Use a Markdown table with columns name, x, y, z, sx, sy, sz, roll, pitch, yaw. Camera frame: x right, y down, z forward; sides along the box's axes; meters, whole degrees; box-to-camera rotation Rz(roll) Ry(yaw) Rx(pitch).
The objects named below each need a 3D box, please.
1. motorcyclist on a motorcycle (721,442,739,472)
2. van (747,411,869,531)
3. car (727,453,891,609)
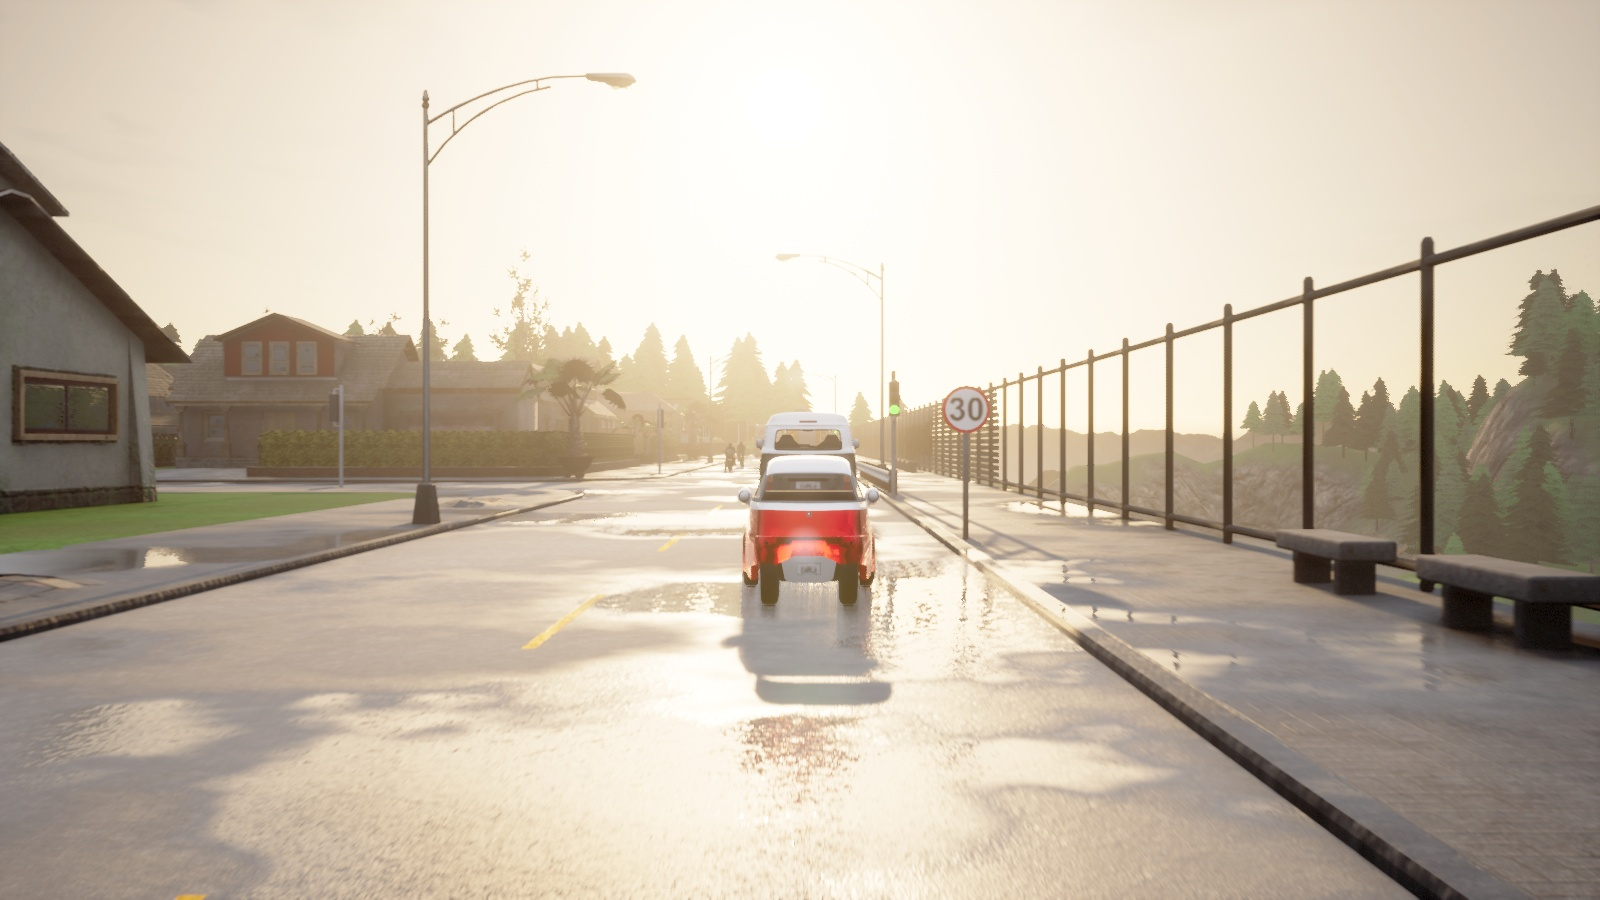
| name | x | y | z | sx | sy | sz | roll | pitch | yaw |
| --- | --- | --- | --- | --- | --- | --- | --- | --- | --- |
| motorcyclist on a motorcycle | -3.615 | 0.359 | 65.041 | 0.797 | 1.523 | 2.044 | 0 | 0 | 0 |
| van | 0.150 | 0.337 | 23.534 | 2.069 | 2.038 | 4.480 | 0 | 0 | 0 |
| car | 0.086 | 0.731 | 12.434 | 1.481 | 1.376 | 2.207 | 0 | 1 | 0 |
